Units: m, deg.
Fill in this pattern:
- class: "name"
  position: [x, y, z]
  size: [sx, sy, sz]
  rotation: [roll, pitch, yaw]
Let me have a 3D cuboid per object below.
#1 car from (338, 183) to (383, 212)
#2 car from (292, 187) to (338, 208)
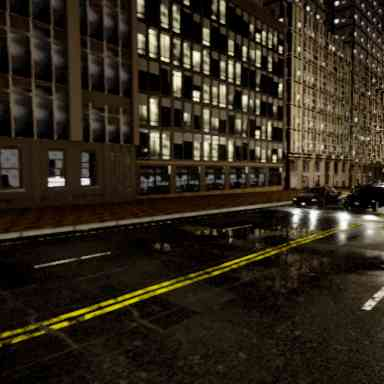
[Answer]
- class: "car"
  position: [11.833, 0.367, 22.207]
  size: [1.882, 1.535, 5.008]
  rotation: [3, 4, 43]
- class: "car"
  position: [9.317, 0.323, 24.282]
  size: [2.033, 1.411, 5.357]
  rotation: [3, 4, 43]
